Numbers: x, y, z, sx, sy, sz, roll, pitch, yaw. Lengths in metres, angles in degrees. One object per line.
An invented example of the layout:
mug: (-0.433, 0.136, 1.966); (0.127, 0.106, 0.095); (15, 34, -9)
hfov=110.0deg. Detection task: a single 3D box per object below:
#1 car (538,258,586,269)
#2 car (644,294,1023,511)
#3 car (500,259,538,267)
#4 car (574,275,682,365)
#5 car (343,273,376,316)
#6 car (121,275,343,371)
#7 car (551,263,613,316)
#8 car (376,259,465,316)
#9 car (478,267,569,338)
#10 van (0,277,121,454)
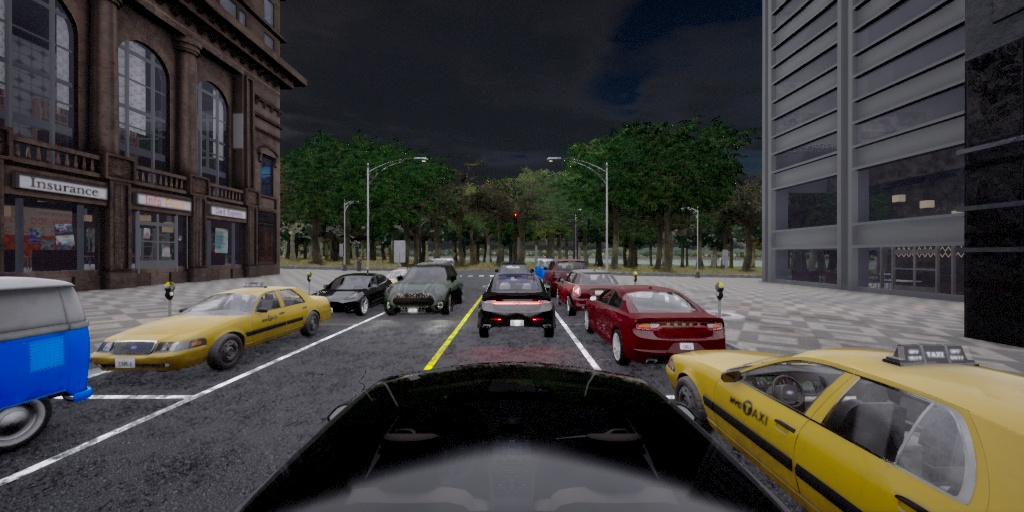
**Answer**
car: (2.789, 1.066, 18.779); (2.192, 1.841, 5.009); (0, 0, 0)
car: (2.763, 1.275, 2.636); (1.751, 1.417, 4.829); (0, 0, 0)
car: (0.128, 1.104, 19.183); (2.097, 1.767, 4.553); (0, 0, 1)
car: (2.772, 1.295, 7.904); (1.888, 1.381, 4.507); (0, 0, 0)
car: (-5.745, 1.316, 13.354); (1.948, 1.339, 4.313); (0, 0, 0)
car: (-5.754, 1.275, 7.747); (1.751, 1.417, 4.829); (0, 0, 0)
car: (2.780, 1.190, 13.341); (1.967, 1.591, 4.097); (0, 0, 0)
car: (-3.072, 1.102, 13.389); (2.097, 1.767, 4.553); (0, 0, 0)
car: (0.114, 1.242, 10.218); (2.128, 1.511, 4.902); (0, 0, 0)
van: (-5.762, 1.091, 2.479); (1.690, 1.789, 3.998); (0, 0, 0)
